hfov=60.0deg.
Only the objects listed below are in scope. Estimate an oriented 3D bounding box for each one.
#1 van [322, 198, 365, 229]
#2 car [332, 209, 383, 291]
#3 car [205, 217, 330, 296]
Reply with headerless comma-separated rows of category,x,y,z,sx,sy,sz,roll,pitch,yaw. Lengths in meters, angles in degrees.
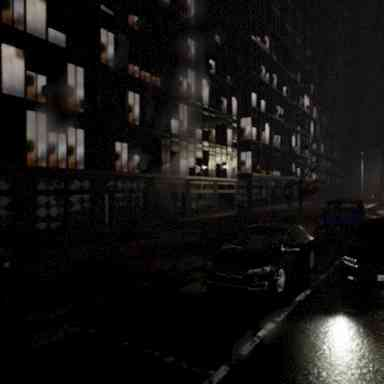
van,8.304,1.252,18.081,1.690,1.788,3.998,0,0,34
car,5.234,1.433,8.684,1.882,1.535,5.008,0,0,34
car,1.958,1.519,8.629,2.008,1.369,4.403,0,0,34
